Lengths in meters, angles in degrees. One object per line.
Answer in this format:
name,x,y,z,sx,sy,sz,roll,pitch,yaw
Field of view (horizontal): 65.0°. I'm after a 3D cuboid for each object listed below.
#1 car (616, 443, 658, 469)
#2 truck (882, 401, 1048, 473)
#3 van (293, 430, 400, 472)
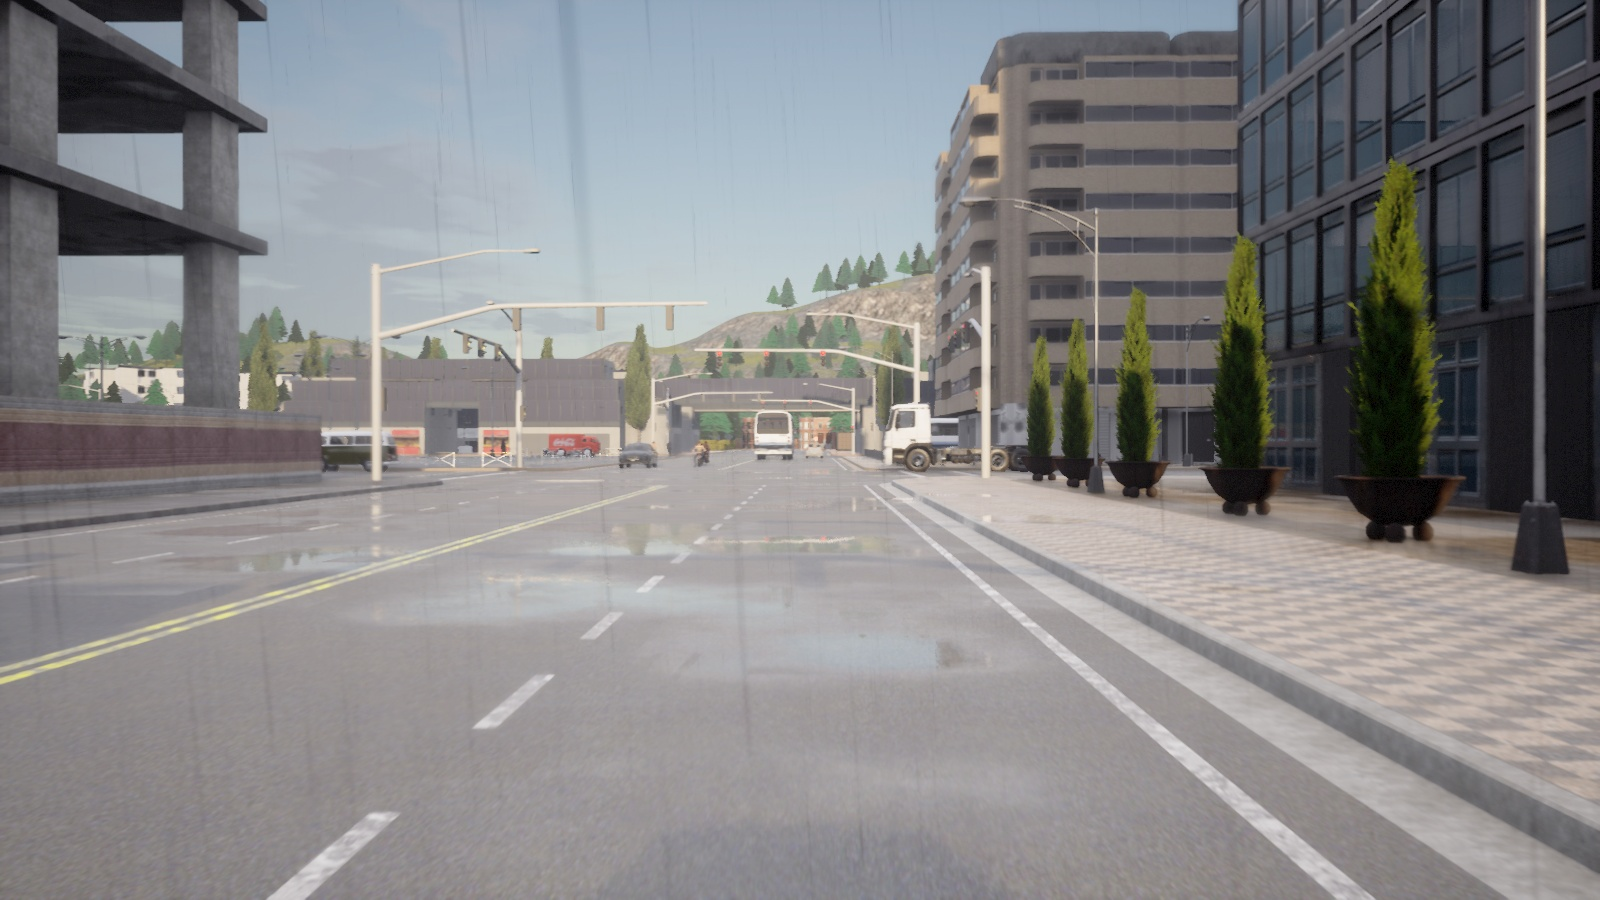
car,-9.667,0.321,74.956,1.837,1.490,4.892,0,0,1
truck,8.031,-0.627,61.964,7.936,3.462,2.891,0,1,3
van,-22.249,0.048,61.736,4.480,2.038,2.069,0,0,0
